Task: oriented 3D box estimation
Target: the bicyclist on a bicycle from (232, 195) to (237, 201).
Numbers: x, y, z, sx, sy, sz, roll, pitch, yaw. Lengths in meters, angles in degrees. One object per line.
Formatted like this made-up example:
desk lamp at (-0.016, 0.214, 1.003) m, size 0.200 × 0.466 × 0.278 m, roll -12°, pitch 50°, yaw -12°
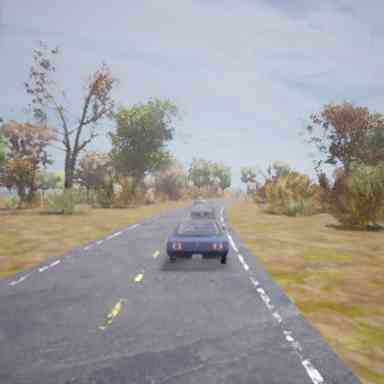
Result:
bicyclist on a bicycle at (11.326, 1.684, 92.451) m, size 0.582 × 1.620 × 1.656 m, roll 0°, pitch 0°, yaw 13°

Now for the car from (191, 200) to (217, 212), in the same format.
car at (0.877, 1.601, 25.439) m, size 2.033 × 1.411 × 5.357 m, roll 0°, pitch 0°, yaw 5°

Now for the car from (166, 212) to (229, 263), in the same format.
car at (0.253, 1.625, 12.024) m, size 1.895 × 1.301 × 4.718 m, roll 0°, pitch 0°, yaw 2°

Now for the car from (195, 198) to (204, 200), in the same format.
car at (1.280, 1.736, 59.169) m, size 1.895 × 1.301 × 4.718 m, roll 0°, pitch 0°, yaw 9°
